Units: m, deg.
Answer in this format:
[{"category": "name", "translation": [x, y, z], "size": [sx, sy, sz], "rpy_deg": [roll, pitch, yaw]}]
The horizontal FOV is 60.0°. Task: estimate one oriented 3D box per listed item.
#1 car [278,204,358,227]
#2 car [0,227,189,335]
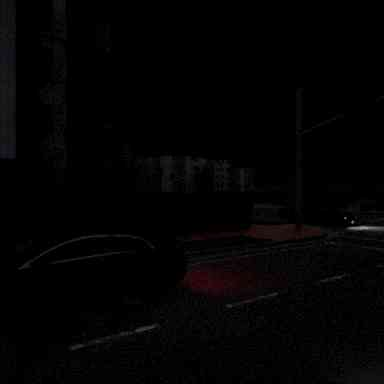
[{"category": "car", "translation": [8.699, 1.547, 23.475], "size": [2.033, 1.411, 5.357], "rpy_deg": [0, 0, -38]}, {"category": "car", "translation": [-2.368, 1.491, 6.564], "size": [4.902, 1.511, 2.128], "rpy_deg": [0, 0, -35]}]
